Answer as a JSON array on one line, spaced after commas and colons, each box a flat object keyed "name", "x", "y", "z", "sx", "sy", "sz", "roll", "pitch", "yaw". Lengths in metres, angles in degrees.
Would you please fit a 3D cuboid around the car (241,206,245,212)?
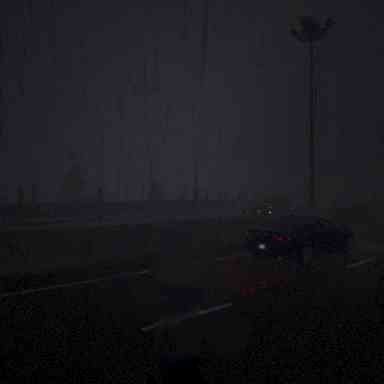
[{"name": "car", "x": 7.336, "y": 1.712, "z": 36.804, "sx": 2.033, "sy": 1.411, "sz": 5.357, "roll": 0, "pitch": 0, "yaw": 36}]

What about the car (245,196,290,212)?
[{"name": "car", "x": 7.540, "y": 1.362, "z": 31.273, "sx": 2.150, "sy": 2.045, "sz": 5.566, "roll": 0, "pitch": 0, "yaw": 37}]

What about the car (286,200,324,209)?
[{"name": "car", "x": 10.247, "y": 1.655, "z": 29.084, "sx": 1.812, "sy": 1.442, "sz": 4.674, "roll": 0, "pitch": 0, "yaw": 38}]

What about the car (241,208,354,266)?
[{"name": "car", "x": 3.997, "y": 1.531, "z": 11.876, "sx": 5.008, "sy": 1.535, "sz": 1.882, "roll": 0, "pitch": 0, "yaw": -42}]

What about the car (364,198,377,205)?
[{"name": "car", "x": 33.264, "y": 1.793, "z": 61.822, "sx": 1.812, "sy": 1.442, "sz": 4.674, "roll": 0, "pitch": 0, "yaw": 35}]

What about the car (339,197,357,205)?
[{"name": "car", "x": 30.382, "y": 1.804, "z": 63.808, "sx": 2.128, "sy": 1.511, "sz": 4.902, "roll": 0, "pitch": 0, "yaw": 35}]

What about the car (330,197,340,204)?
[{"name": "car", "x": 30.301, "y": 1.806, "z": 69.858, "sx": 1.837, "sy": 1.490, "sz": 4.892, "roll": 0, "pitch": 0, "yaw": 35}]
